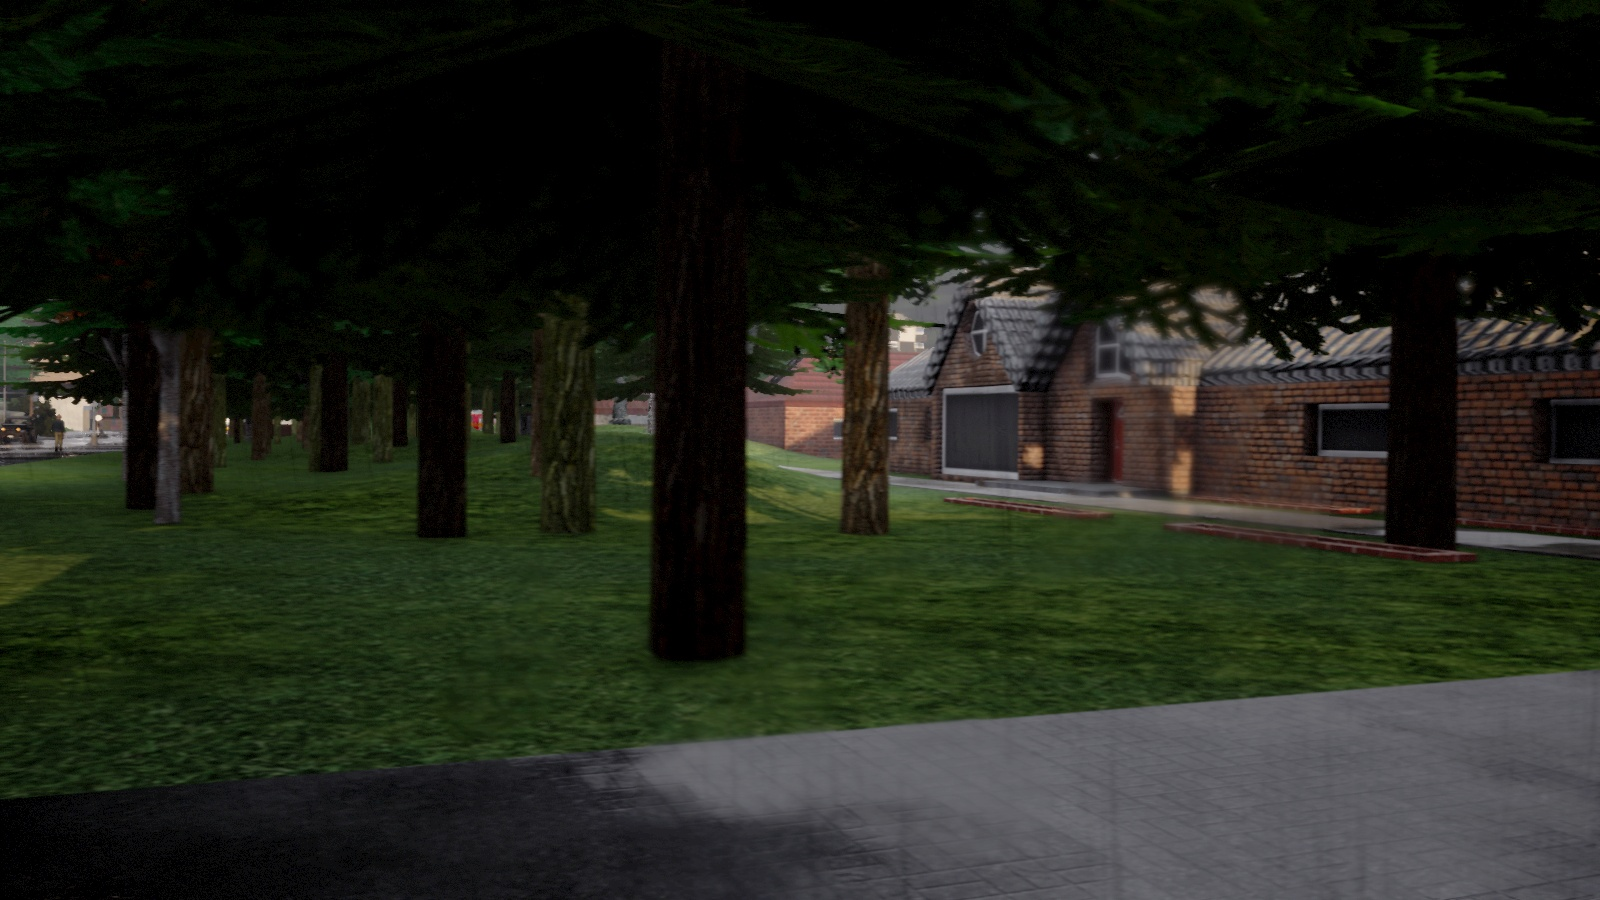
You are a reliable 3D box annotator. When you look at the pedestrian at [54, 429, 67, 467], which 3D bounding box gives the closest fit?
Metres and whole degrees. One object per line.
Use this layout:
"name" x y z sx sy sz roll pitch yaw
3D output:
"pedestrian" -35.719 -0.093 60.675 0.402 1.842 0.726 -1 1 -20
